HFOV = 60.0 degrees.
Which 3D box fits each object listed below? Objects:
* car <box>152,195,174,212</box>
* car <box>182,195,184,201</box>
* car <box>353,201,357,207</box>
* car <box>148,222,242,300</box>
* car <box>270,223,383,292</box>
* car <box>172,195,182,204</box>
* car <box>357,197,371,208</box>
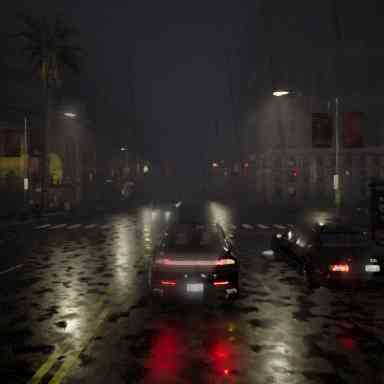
[{"bbox_3d":[-3.581,1.477,39.585,1.882,1.535,5.008,0,0,0],"label":"car"},{"bbox_3d":[-3.463,1.524,75.401,2.128,1.511,4.902,0,0,0],"label":"car"},{"bbox_3d":[26.061,1.477,48.209,5.008,1.535,1.882,0,0,0],"label":"car"},{"bbox_3d":[0.063,1.491,8.347,2.128,1.511,4.902,0,0,0],"label":"car"},{"bbox_3d":[3.567,1.547,9.047,2.033,1.411,5.357,0,0,0],"label":"car"},{"bbox_3d":[-3.539,1.351,61.783,2.097,1.767,4.553,0,0,0],"label":"car"},{"bbox_3d":[25.441,1.504,44.699,4.892,1.490,1.837,0,0,0],"label":"car"}]
